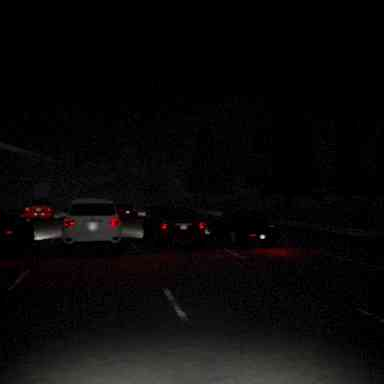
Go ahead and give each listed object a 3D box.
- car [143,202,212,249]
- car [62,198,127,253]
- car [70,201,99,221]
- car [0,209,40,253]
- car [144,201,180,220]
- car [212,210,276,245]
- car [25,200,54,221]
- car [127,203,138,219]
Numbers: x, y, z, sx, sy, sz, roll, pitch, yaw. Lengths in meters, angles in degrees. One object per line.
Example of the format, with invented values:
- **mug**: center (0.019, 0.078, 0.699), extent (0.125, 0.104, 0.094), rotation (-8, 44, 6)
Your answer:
- **car**: center (-0.960, 1.458, 15.385), extent (2.097, 1.767, 4.553), rotation (1, -1, -17)
- **car**: center (-4.283, 1.277, 14.297), extent (2.150, 2.045, 5.566), rotation (1, 0, -17)
- **car**: center (-9.544, 1.608, 29.341), extent (2.128, 1.511, 4.902), rotation (1, 0, -22)
- **car**: center (-7.724, 1.580, 13.550), extent (1.994, 1.385, 4.181), rotation (1, 0, -17)
- **car**: center (-3.024, 1.704, 31.887), extent (2.128, 1.511, 4.902), rotation (1, 0, -22)
- **car**: center (2.319, 1.663, 16.617), extent (1.837, 1.490, 4.892), rotation (1, 0, -17)
- **car**: center (-12.724, 1.417, 27.874), extent (2.097, 1.767, 4.553), rotation (1, -1, -21)
- **car**: center (-6.289, 1.728, 30.619), extent (1.994, 1.385, 4.181), rotation (1, 0, -21)
